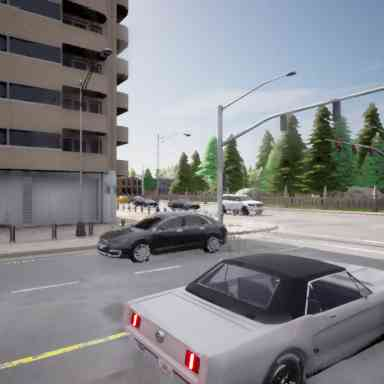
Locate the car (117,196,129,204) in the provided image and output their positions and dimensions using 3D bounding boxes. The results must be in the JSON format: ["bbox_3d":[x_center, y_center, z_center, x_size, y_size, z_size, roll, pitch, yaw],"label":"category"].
[{"bbox_3d":[-14.208,1.533,67.189,1.882,1.535,5.008,0,0,-36],"label":"car"}]

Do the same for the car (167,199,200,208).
[{"bbox_3d":[-1.136,1.603,42.699,2.033,1.411,5.357,0,0,-36],"label":"car"}]

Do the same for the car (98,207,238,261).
[{"bbox_3d":[-0.888,1.505,11.947,4.892,1.490,1.837,0,0,-35],"label":"car"}]

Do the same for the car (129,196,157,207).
[{"bbox_3d":[-7.268,1.603,51.256,2.033,1.411,5.357,0,0,-36],"label":"car"}]

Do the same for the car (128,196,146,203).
[{"bbox_3d":[-11.592,1.581,69.539,1.812,1.442,4.674,0,0,-36],"label":"car"}]

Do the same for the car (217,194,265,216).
[{"bbox_3d":[4.931,1.278,34.273,2.150,2.045,5.566,0,0,-36],"label":"car"}]

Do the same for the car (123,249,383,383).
[{"bbox_3d":[1.537,1.601,4.875,4.718,1.301,1.895,0,0,-35],"label":"car"}]
